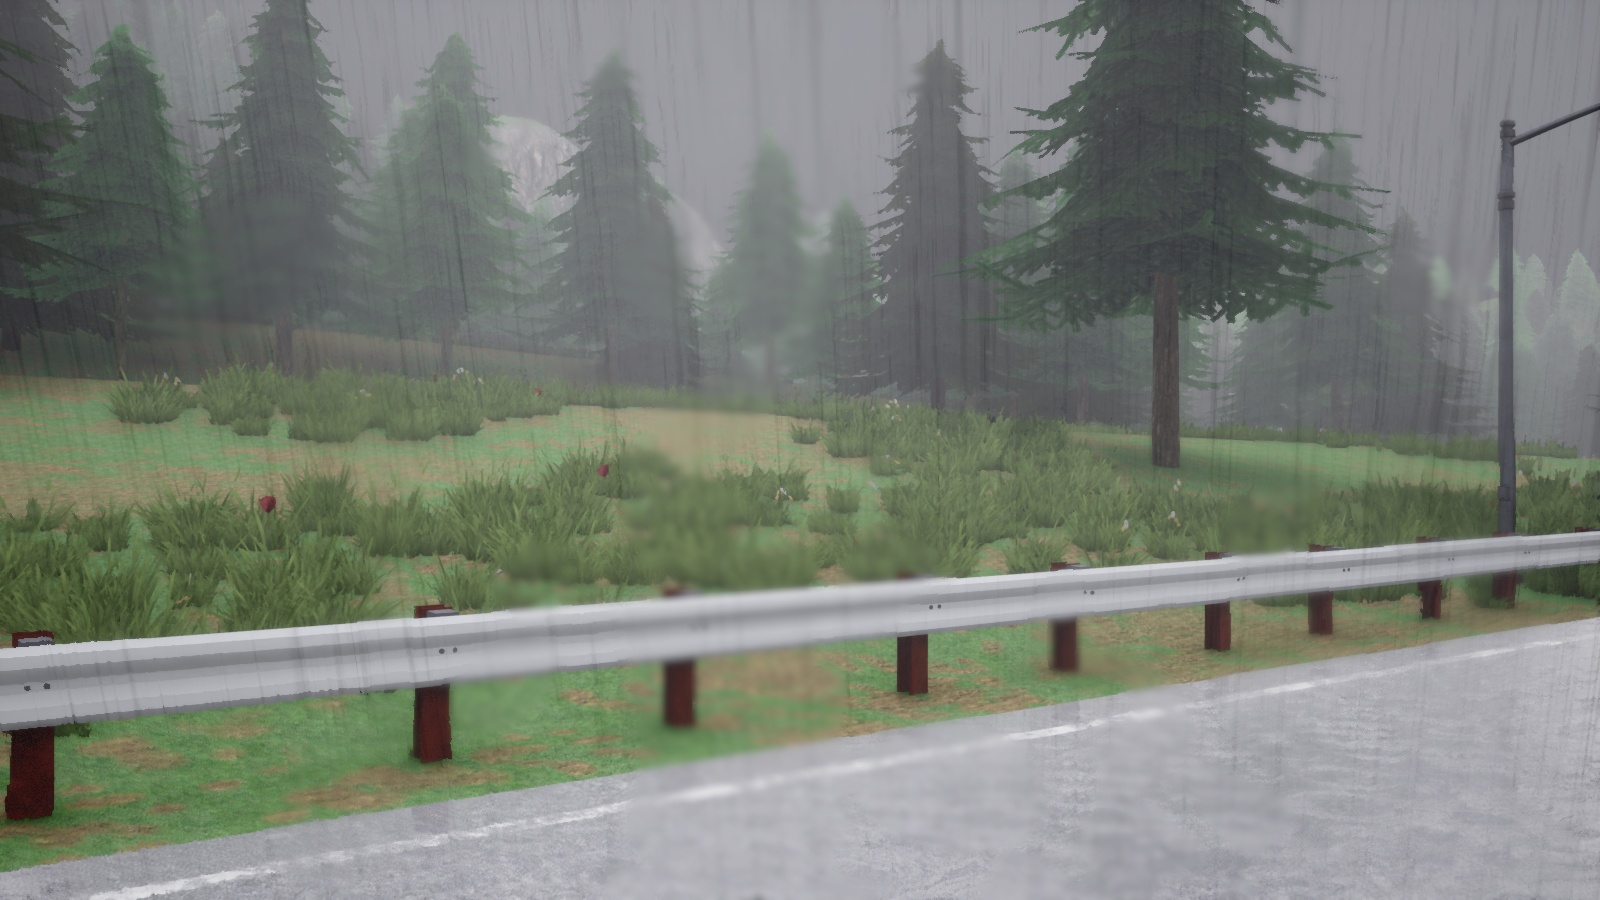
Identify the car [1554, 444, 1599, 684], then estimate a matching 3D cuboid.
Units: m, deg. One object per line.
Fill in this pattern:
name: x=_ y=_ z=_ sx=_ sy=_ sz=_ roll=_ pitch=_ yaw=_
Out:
car: x=7.554 y=0.728 z=8.918 sx=5.008 sy=1.535 sz=1.882 roll=0 pitch=0 yaw=-35
